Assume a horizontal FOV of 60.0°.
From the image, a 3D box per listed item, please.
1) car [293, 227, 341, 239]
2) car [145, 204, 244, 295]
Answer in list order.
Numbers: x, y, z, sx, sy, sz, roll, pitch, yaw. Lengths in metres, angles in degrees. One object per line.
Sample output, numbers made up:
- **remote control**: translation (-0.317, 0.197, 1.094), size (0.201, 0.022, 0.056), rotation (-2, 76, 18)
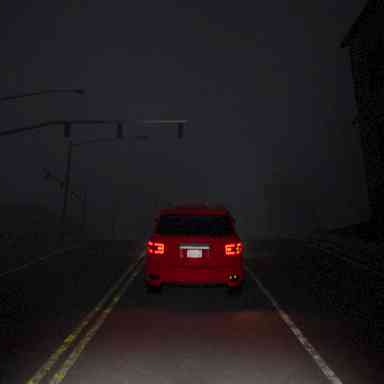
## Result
- **car**: translation (12.329, 4.482, 31.623), size (5.566, 2.045, 2.150), rotation (-1, -14, 3)
- **car**: translation (0.081, 1.347, 9.242), size (2.150, 2.045, 5.566), rotation (1, -1, 1)
